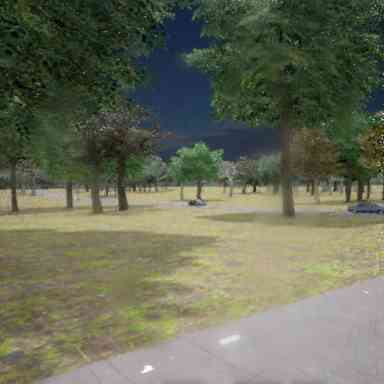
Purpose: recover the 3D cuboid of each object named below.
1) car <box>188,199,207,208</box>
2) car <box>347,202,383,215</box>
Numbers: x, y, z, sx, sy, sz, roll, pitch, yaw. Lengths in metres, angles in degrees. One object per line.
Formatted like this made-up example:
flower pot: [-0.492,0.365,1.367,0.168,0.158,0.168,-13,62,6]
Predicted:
car: [1.017,2.260,65.406,1.837,1.490,4.892,0,0,-35]
car: [20.444,1.863,37.678,2.033,1.411,5.357,0,-1,-35]
